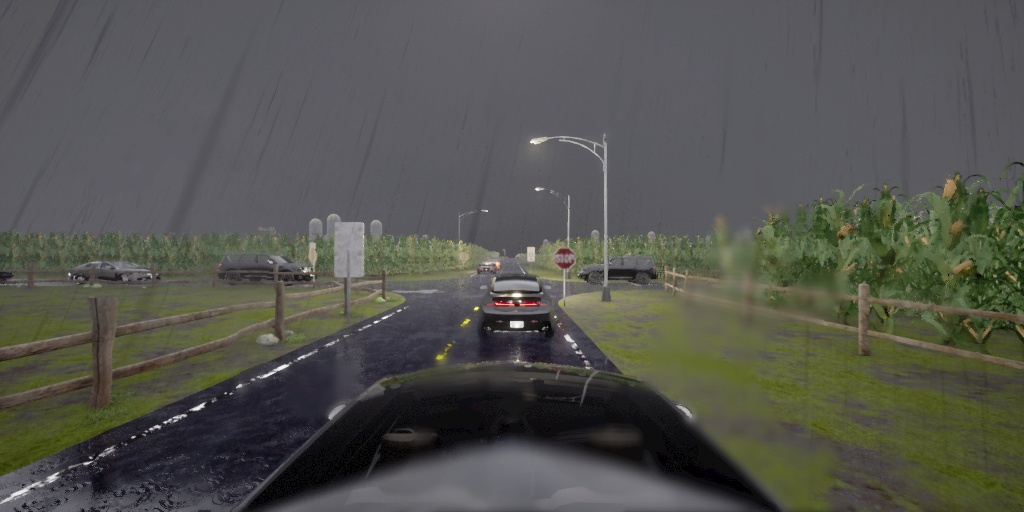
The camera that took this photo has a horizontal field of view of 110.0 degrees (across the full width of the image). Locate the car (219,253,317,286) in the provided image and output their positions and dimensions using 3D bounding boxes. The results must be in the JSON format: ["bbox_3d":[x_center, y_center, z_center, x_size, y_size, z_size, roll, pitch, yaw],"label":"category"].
[{"bbox_3d":[-15.823,0.870,23.357,5.566,2.045,2.150,0,-1,0],"label":"car"}]

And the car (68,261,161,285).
[{"bbox_3d":[-25.873,1.086,23.452,4.902,1.511,2.128,0,-1,1],"label":"car"}]

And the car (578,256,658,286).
[{"bbox_3d":[7.614,1.044,26.017,5.566,2.045,2.150,1,-1,1],"label":"car"}]

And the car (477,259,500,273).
[{"bbox_3d":[-2.786,1.304,40.928,1.994,1.385,4.181,0,0,0],"label":"car"}]

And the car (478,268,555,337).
[{"bbox_3d":[0.111,1.256,10.283,1.837,1.490,4.892,0,0,0],"label":"car"}]

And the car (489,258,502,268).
[{"bbox_3d":[-2.757,1.086,51.018,2.097,1.767,4.553,0,0,0],"label":"car"}]

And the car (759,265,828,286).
[{"bbox_3d":[20.481,1.399,25.865,4.902,1.511,2.128,0,-1,1],"label":"car"}]

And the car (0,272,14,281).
[{"bbox_3d":[-36.151,1.143,23.575,4.718,1.301,1.895,0,-1,1],"label":"car"}]
